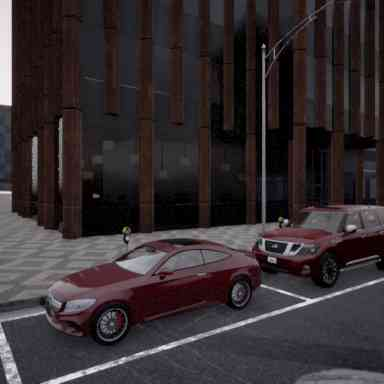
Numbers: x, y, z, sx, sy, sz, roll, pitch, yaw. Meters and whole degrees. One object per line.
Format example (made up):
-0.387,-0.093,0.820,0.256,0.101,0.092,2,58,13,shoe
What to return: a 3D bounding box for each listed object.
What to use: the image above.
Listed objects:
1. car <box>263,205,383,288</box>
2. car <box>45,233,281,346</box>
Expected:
3.976,1.315,9.438,5.009,1.841,2.192,0,0,-35,car
-0.481,1.582,6.289,4.206,1.307,1.802,0,0,-35,car
